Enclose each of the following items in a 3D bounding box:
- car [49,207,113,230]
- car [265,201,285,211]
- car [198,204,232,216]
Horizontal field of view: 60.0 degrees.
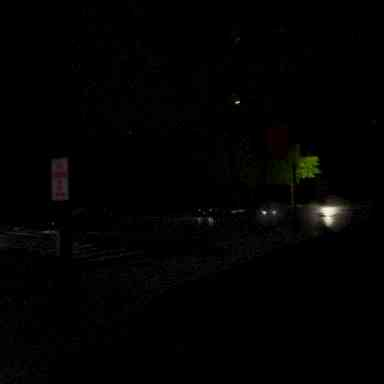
[{"bbox_3d":[-7.690,1.802,23.513,1.812,1.442,4.674,-1,-1,35],"label":"car"},{"bbox_3d":[13.141,2.138,52.490,1.882,1.535,5.008,-1,-1,36],"label":"car"},{"bbox_3d":[2.649,2.049,37.957,1.895,1.301,4.718,-1,-1,36],"label":"car"}]
